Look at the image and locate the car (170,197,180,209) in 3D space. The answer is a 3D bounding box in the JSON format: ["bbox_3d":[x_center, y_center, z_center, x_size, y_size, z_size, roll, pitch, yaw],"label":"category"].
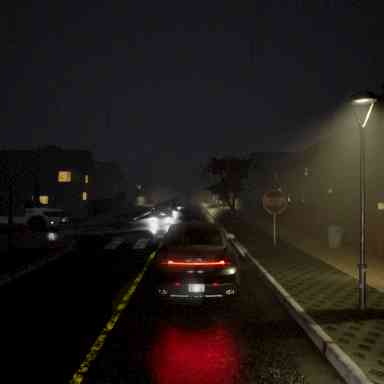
[{"bbox_3d":[-2.927,1.722,43.925,1.895,1.301,4.718,0,0,0],"label":"car"}]

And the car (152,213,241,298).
[{"bbox_3d":[0.083,1.517,8.524,1.837,1.490,4.892,0,0,0],"label":"car"}]

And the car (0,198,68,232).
[{"bbox_3d":[-10.176,1.315,19.340,5.566,2.045,2.150,-1,-2,3],"label":"car"}]

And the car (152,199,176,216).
[{"bbox_3d":[-2.913,1.682,33.795,1.895,1.301,4.718,0,0,0],"label":"car"}]
